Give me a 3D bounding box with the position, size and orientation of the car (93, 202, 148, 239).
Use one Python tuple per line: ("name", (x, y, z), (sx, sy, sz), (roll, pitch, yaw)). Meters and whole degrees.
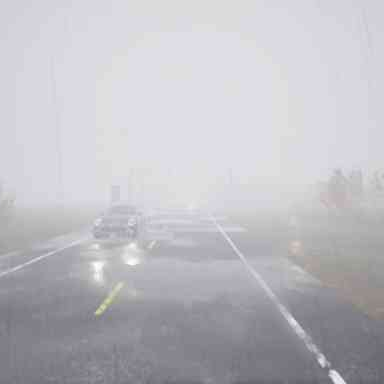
("car", (-3.593, 1.392, 17.352), (2.097, 1.767, 4.553), (0, 0, 0))
